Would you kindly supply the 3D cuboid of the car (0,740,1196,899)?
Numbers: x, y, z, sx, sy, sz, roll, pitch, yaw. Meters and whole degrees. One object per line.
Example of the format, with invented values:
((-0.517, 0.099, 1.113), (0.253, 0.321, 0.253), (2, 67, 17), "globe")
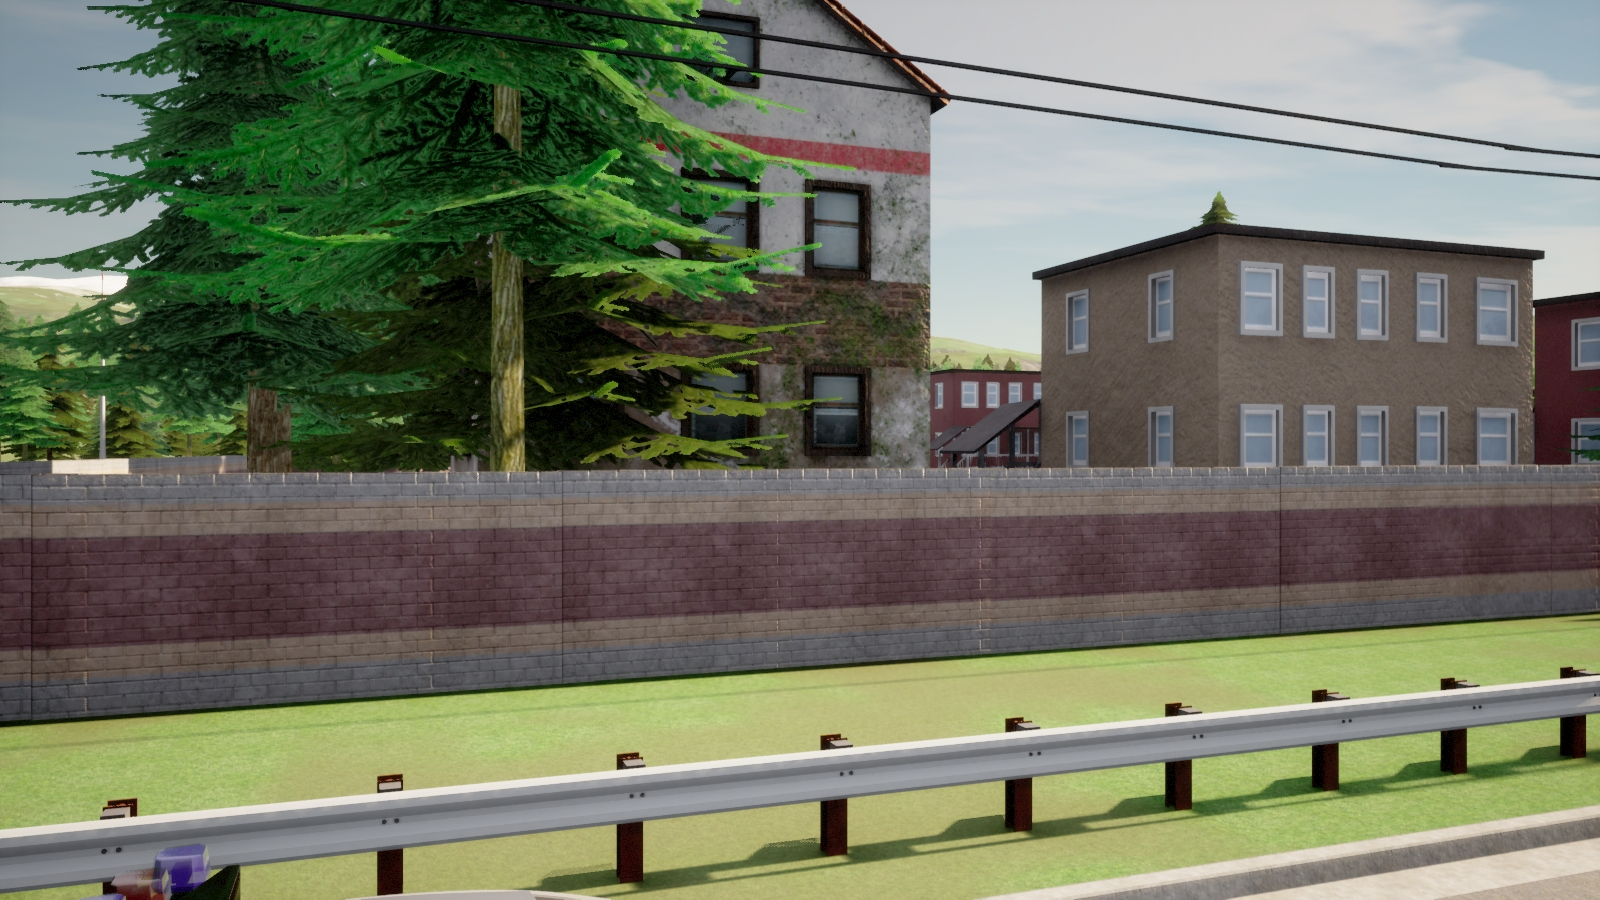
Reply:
((-1.671, 1.982, 2.695), (5.238, 1.638, 2.097), (0, 0, -20), "car")
